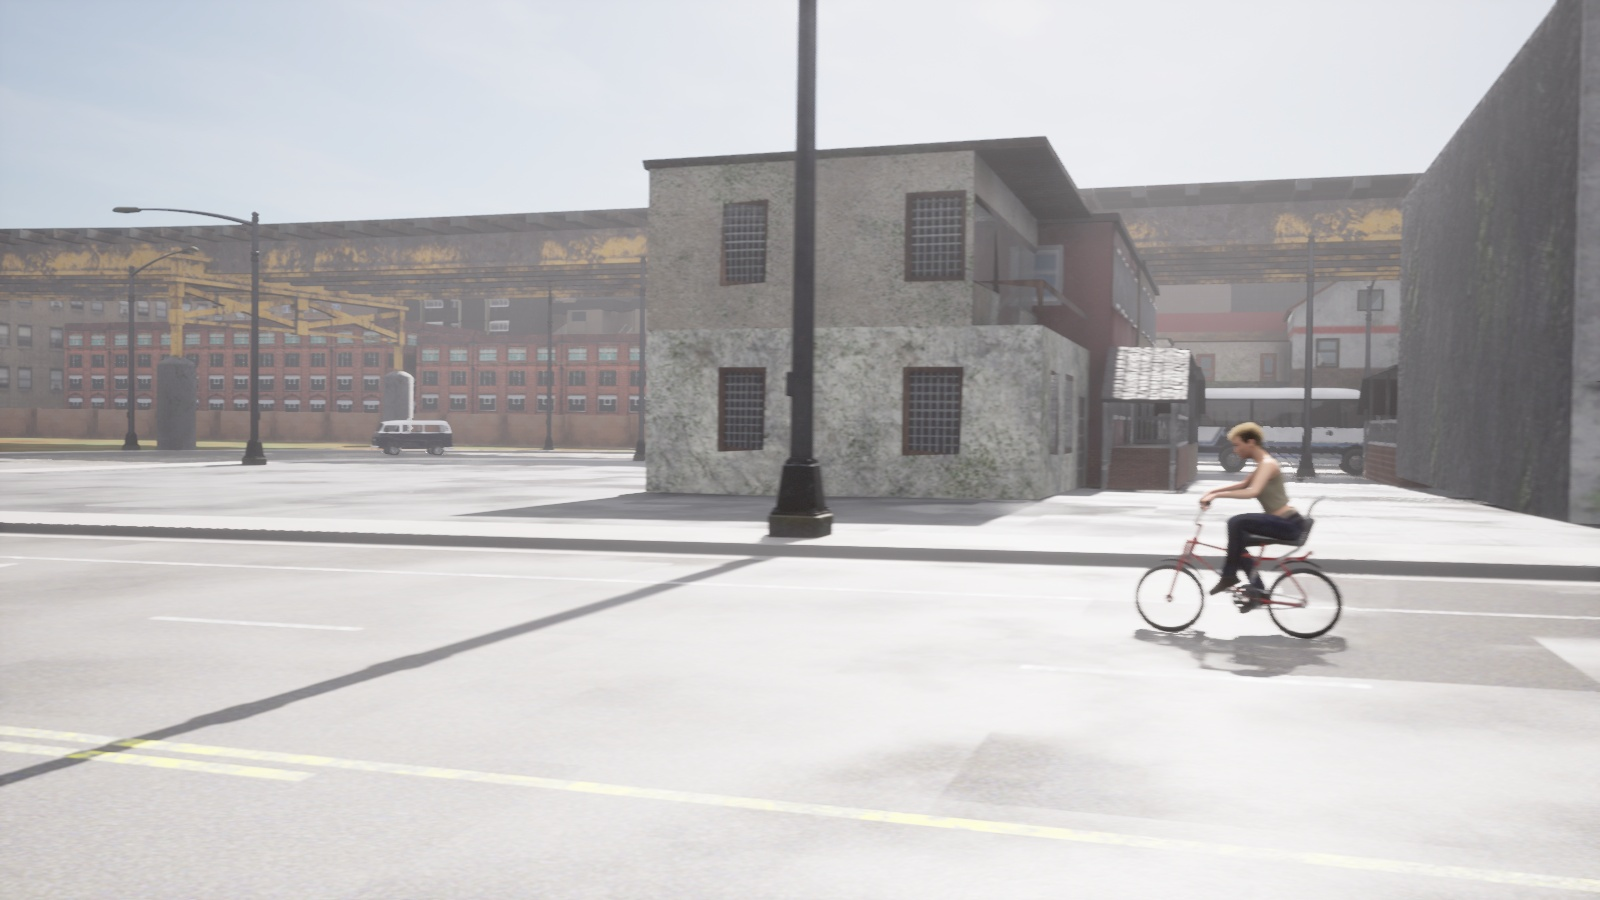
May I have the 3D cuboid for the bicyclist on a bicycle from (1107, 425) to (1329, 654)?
[{"bbox_3d":[3.146,0.623,9.505,1.509,1.612,0.866,1,1,19],"label":"bicyclist on a bicycle"}]

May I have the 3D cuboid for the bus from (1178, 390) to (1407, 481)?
[{"bbox_3d":[24.425,-0.789,62.918,10.273,4.253,3.944,1,1,19],"label":"bus"}]

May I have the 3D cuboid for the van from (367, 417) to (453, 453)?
[{"bbox_3d":[-22.479,-0.864,72.375,4.480,2.038,2.069,1,1,-26],"label":"van"}]
